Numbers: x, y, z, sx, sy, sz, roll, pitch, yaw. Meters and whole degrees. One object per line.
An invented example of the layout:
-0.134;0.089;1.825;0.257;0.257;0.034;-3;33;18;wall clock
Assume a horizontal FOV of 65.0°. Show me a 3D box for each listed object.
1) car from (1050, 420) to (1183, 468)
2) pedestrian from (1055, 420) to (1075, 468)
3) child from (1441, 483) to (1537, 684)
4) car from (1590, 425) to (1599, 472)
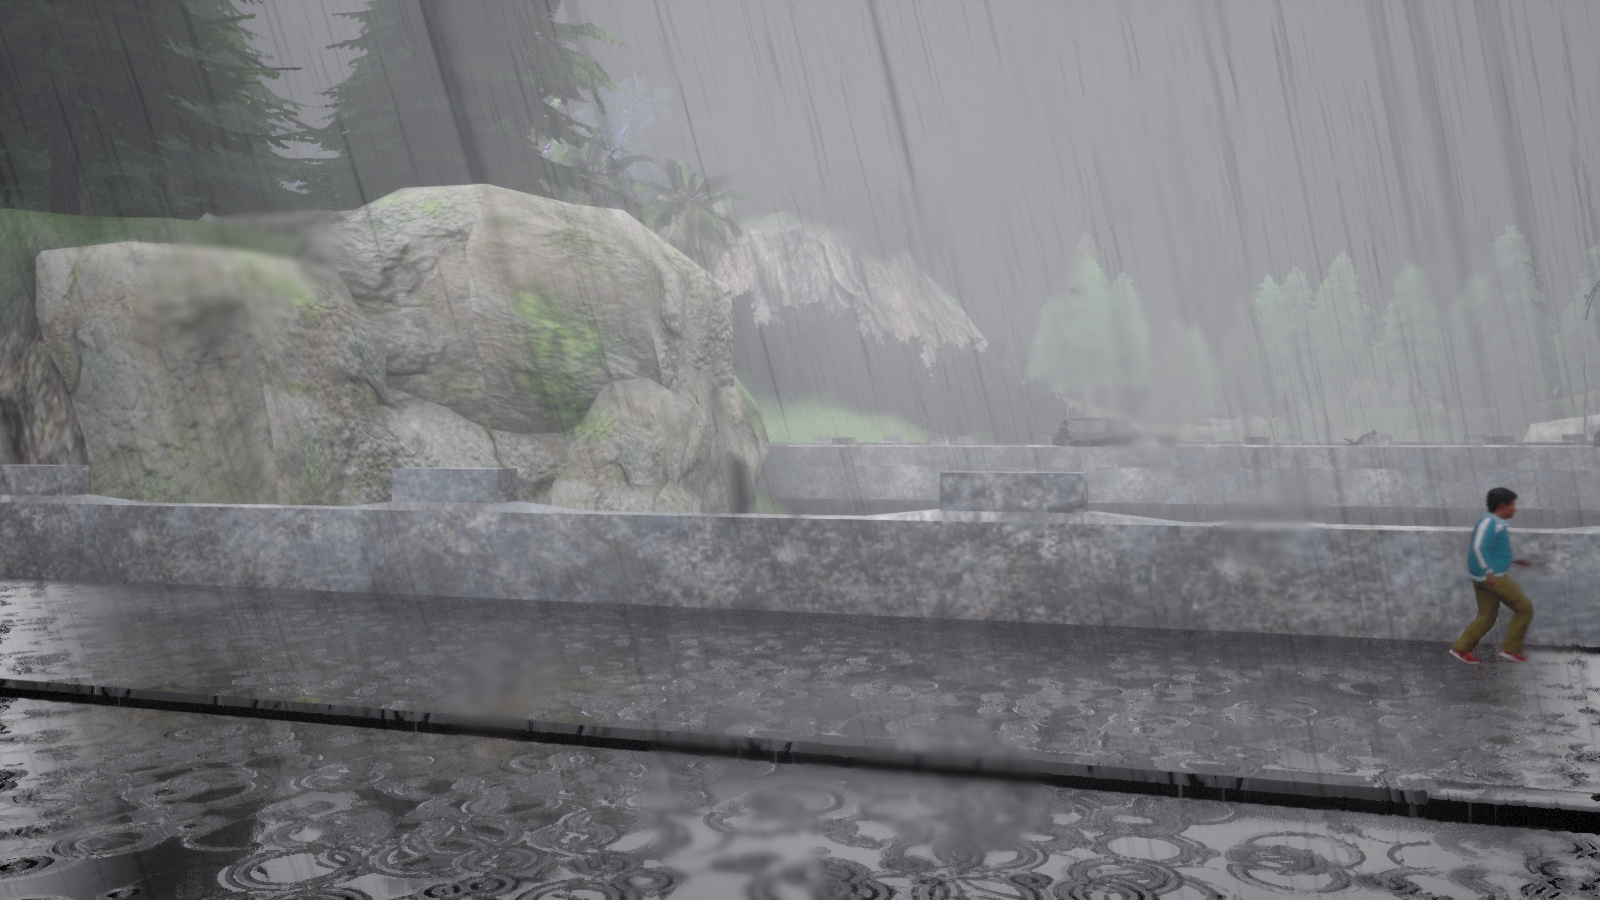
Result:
13.985;-0.290;55.460;5.566;2.045;2.150;1;1;19;car
10.822;-0.243;51.243;0.666;1.930;0.402;1;1;33;pedestrian
4.257;0.808;7.779;0.448;1.192;0.343;0;1;17;child
33.670;-0.015;48.860;4.605;1.855;1.932;1;1;19;car
